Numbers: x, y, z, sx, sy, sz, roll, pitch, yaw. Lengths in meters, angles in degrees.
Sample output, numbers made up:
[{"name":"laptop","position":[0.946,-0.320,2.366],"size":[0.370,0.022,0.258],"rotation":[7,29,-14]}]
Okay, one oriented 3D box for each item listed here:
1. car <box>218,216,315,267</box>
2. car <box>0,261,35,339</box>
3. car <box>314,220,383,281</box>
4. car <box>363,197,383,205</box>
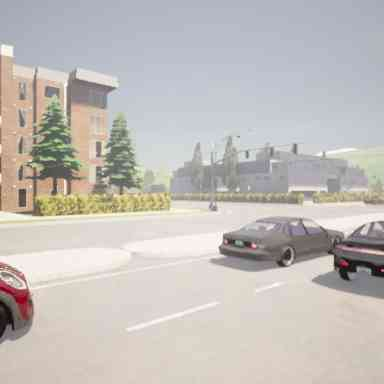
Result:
[{"name":"car","position":[3.291,1.546,11.436],"size":[5.357,1.411,2.033],"rotation":[0,0,-41]},{"name":"car","position":[-4.675,1.352,4.469],"size":[4.553,1.767,2.097],"rotation":[0,0,-41]},{"name":"car","position":[5.551,1.490,8.762],"size":[4.902,1.511,2.128],"rotation":[0,0,-41]},{"name":"car","position":[31.177,1.594,56.937],"size":[4.718,1.301,1.895],"rotation":[0,0,-40]}]
